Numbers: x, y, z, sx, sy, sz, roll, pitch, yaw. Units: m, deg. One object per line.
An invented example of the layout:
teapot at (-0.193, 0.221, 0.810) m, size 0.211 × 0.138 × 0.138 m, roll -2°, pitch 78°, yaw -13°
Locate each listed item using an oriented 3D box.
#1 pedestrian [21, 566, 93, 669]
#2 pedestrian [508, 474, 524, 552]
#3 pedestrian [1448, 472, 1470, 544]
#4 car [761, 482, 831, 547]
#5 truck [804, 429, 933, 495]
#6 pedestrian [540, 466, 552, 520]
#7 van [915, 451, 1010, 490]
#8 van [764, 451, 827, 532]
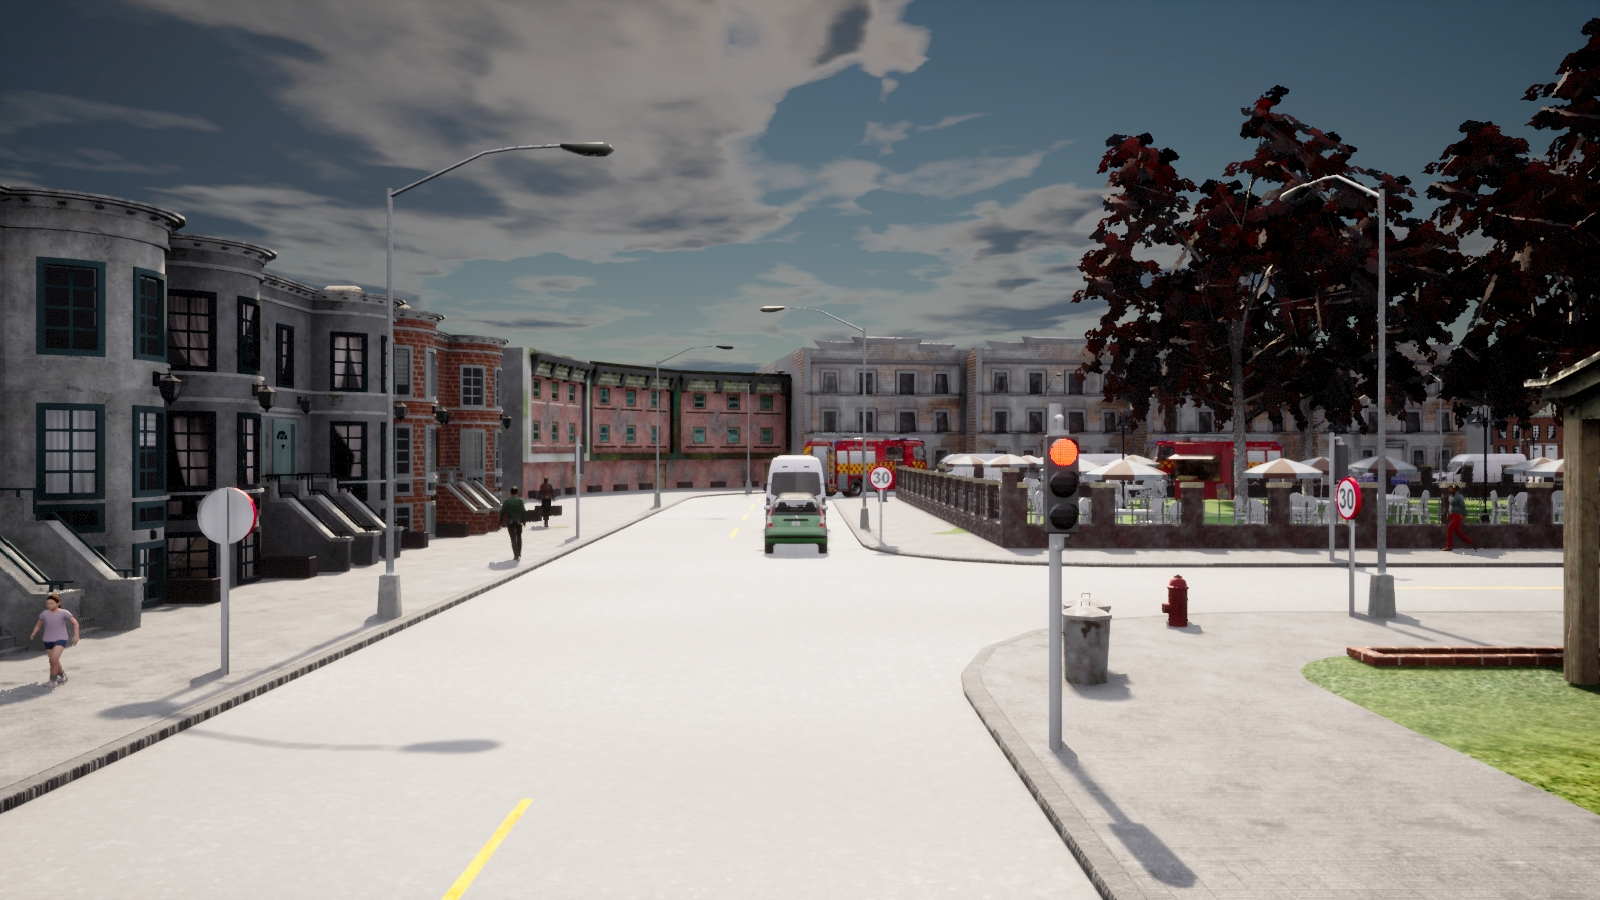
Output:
pedestrian at (-8.478, 1.904, 13.045) m, size 0.500 × 1.100 × 0.500 m, roll 0°, pitch 0°, yaw -2°
pedestrian at (-6.866, 1.524, 27.621) m, size 0.375 × 1.860 × 0.375 m, roll 0°, pitch 0°, yaw -12°
pedestrian at (17.272, 1.517, 29.953) m, size 0.375 × 1.860 × 0.375 m, roll 0°, pitch 0°, yaw 1°
car at (-0.119, 1.779, 32.373) m, size 1.851 × 1.617 × 3.988 m, roll 0°, pitch 0°, yaw 0°
truck at (4.295, 0.672, 70.228) m, size 8.468 × 3.827 × 2.891 m, roll 0°, pitch 0°, yaw -43°
pedestrian at (-8.834, 1.506, 39.734) m, size 0.375 × 1.860 × 0.375 m, roll 0°, pitch 0°, yaw -13°
van at (10.550, 1.314, 74.428) m, size 5.915 × 2.561 × 1.988 m, roll 0°, pitch 0°, yaw 0°
van at (-0.147, 1.315, 39.074) m, size 1.988 × 2.561 × 5.915 m, roll 0°, pitch 0°, yaw 0°
